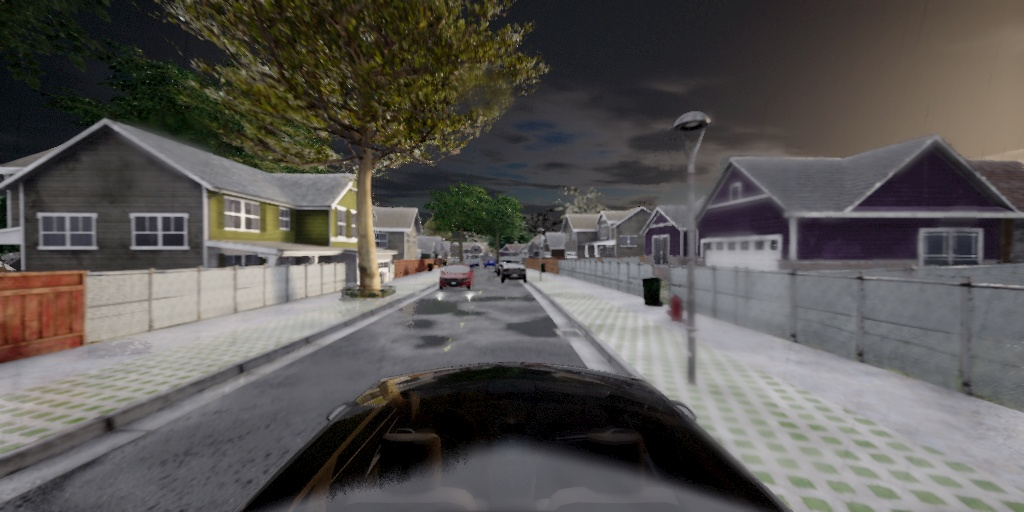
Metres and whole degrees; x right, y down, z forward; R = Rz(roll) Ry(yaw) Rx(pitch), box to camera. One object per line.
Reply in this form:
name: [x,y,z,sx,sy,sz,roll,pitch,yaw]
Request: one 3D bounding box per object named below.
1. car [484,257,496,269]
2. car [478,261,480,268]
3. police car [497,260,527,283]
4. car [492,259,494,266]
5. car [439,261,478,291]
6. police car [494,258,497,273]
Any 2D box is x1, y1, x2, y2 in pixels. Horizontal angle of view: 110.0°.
car: [-3.736,1.142,63.260,2.150,2.045,5.566,0,0,-6]
car: [-6.697,1.537,64.330,1.895,1.301,4.718,0,0,-5]
police car: [0.055,1.197,28.163,1.930,1.638,5.238,0,0,-3]
car: [-1.123,1.352,44.086,1.812,1.442,4.674,0,0,-5]
car: [-3.364,1.244,22.477,1.882,1.535,5.008,0,0,-3]
police car: [-0.625,1.228,38.188,1.930,1.638,5.238,0,0,-4]
